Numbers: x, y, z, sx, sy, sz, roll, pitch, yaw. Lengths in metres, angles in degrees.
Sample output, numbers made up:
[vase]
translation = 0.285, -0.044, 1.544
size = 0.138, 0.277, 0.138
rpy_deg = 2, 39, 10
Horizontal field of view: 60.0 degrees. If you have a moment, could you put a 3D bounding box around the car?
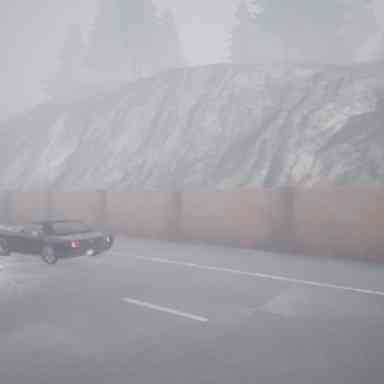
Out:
[car]
translation = -5.049, 1.632, 11.852
size = 4.718, 1.301, 1.895
rpy_deg = 0, 0, 35
